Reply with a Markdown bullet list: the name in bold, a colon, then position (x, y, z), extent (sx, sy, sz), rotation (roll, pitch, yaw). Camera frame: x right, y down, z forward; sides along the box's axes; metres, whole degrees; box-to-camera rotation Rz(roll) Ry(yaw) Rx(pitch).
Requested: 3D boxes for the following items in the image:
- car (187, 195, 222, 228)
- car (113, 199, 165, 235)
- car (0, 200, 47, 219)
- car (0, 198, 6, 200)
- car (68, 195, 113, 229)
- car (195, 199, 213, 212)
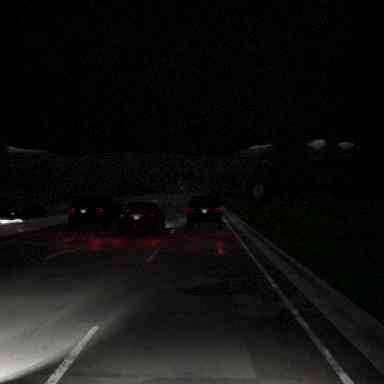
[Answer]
- **car**: position (0.828, 1.233, 22.218), extent (2.150, 2.045, 5.566), rotation (0, 0, 2)
- **car**: position (-2.774, 1.353, 19.151), extent (2.097, 1.767, 4.553), rotation (0, 0, 2)
- **car**: position (-14.127, 1.538, 28.325), extent (1.994, 1.385, 4.181), rotation (0, 0, 2)
- **car**: position (-17.615, 1.315, 28.648), extent (2.097, 1.767, 4.553), rotation (0, 0, 2)
- **car**: position (-6.187, 1.214, 21.908), extent (2.150, 2.045, 5.566), rotation (0, 0, 2)
- **car**: position (1.413, 1.585, 39.306), extent (1.994, 1.385, 4.181), rotation (0, 0, 2)
